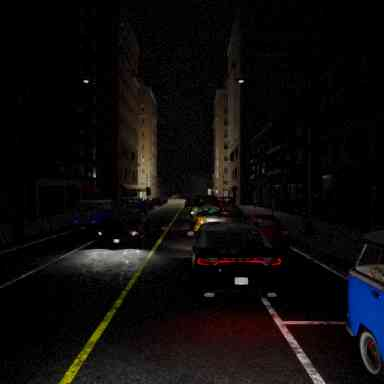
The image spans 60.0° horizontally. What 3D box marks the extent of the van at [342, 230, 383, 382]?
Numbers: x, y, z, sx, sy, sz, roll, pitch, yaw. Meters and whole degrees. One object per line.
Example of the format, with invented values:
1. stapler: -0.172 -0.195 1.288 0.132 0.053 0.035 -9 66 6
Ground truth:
1. van: 2.857 1.341 2.883 1.690 1.788 3.998 0 0 0

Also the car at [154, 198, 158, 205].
1. car: -5.628 1.585 41.401 1.802 1.307 4.206 0 0 0

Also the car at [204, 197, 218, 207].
1. car: 2.908 1.558 52.395 2.008 1.369 4.403 0 0 0

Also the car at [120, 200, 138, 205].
1. car: -5.645 1.551 24.897 2.008 1.369 4.403 0 0 0

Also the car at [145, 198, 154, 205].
1. car: -5.634 1.568 35.900 1.947 1.339 4.313 0 0 0

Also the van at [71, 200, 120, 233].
1. van: -5.651 1.341 19.397 1.690 1.788 3.998 0 0 0

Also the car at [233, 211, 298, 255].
1. car: 2.869 1.581 13.886 1.802 1.307 4.206 0 0 0

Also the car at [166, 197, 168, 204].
1. car: -5.612 1.592 57.905 1.802 1.307 4.206 0 0 0

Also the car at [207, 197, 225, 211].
1. car: 2.897 1.443 41.392 1.967 1.590 4.097 0 0 0

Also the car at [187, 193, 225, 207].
1. car: 0.924 1.225 24.594 2.150 2.045 5.566 0 0 0

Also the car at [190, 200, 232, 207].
1. car: 0.918 1.455 18.753 1.801 1.575 5.366 0 0 0

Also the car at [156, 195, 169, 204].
1. car: -5.606 1.453 63.407 1.967 1.590 4.097 0 0 0

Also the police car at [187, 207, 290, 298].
1. police car: 0.908 1.425 8.673 1.930 1.638 5.238 0 0 0

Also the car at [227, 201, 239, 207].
1. car: 2.881 1.582 24.888 1.802 1.307 4.206 0 0 0

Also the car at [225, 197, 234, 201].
1. car: 2.885 1.316 30.389 2.192 1.841 5.009 0 0 0

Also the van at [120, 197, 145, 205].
1. van: -5.640 1.342 30.398 1.690 1.788 3.998 0 0 0

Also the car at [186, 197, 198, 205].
1. car: 0.059 1.574 58.905 1.994 1.385 4.181 0 0 0

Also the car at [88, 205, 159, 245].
1. car: -2.985 1.547 15.785 2.033 1.411 5.357 0 0 0

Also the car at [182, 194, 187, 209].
1. car: 0.062 1.357 45.504 2.097 1.767 4.553 0 0 0

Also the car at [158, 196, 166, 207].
1. car: -5.617 1.573 52.404 1.947 1.339 4.313 0 0 0

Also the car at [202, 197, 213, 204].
1. car: 2.919 1.578 63.398 1.947 1.339 4.313 0 0 0
